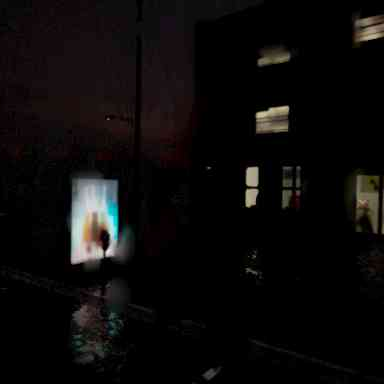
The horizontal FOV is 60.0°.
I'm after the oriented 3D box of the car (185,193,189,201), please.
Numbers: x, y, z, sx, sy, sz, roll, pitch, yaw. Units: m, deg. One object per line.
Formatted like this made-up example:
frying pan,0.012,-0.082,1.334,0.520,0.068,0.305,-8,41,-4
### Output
car,1.172,0.482,55.212,2.150,2.045,5.566,2,1,37
